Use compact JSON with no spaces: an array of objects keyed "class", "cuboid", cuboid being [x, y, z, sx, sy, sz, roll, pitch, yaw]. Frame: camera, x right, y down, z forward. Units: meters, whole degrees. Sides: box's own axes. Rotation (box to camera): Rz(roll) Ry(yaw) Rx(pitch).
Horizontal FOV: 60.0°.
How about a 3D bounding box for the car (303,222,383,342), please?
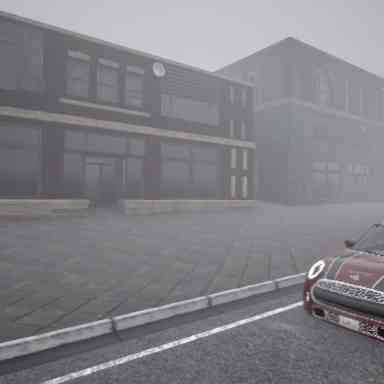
[{"class":"car","cuboid":[4.150,1.341,6.238,4.553,1.767,2.097,0,0,-36]}]
